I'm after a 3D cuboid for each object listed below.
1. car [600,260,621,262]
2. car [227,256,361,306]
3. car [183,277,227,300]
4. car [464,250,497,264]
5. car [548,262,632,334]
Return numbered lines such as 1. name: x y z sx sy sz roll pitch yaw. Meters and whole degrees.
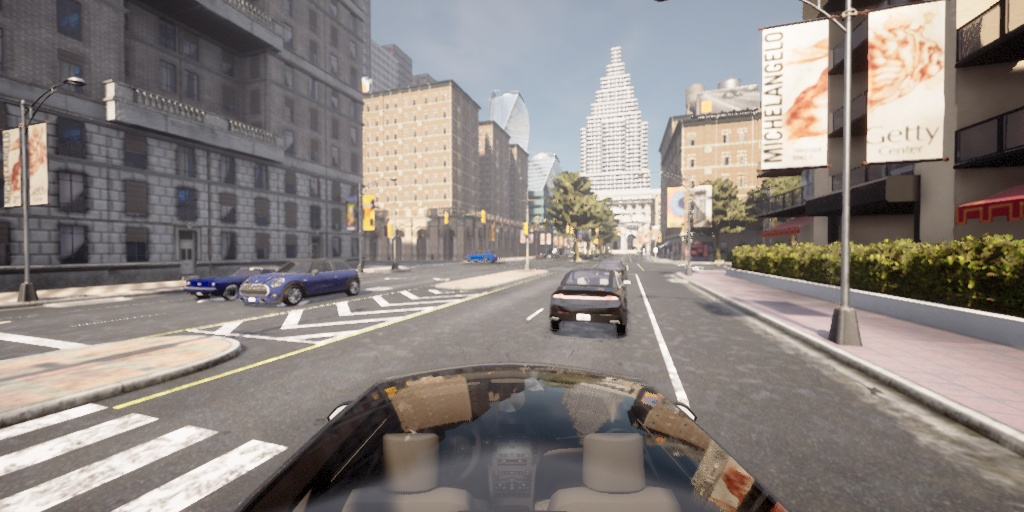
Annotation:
1. car: 6.030 0.973 21.952 2.033 1.411 5.357 0 1 20
2. car: -8.507 0.917 14.789 2.097 1.767 4.553 0 1 18
3. car: -11.707 1.149 16.284 1.895 1.301 4.718 0 1 18
4. car: -4.898 0.134 56.526 5.566 2.045 2.150 0 1 32
5. car: 2.317 1.106 10.252 2.128 1.511 4.902 0 1 18
